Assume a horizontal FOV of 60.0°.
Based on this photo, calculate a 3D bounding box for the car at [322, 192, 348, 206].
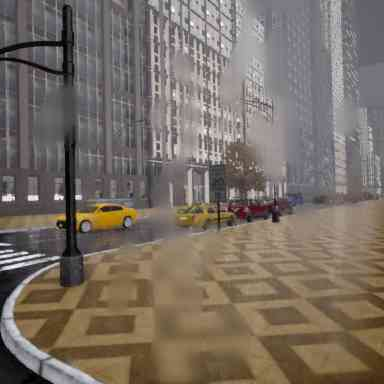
[{"bbox_3d":[20.010,1.159,46.500,1.752,1.417,4.829,-2,-1,35],"label":"car"}]

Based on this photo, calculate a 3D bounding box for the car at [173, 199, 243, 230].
[{"bbox_3d":[0.877,1.318,18.993,1.752,1.417,4.829,-2,-1,35],"label":"car"}]

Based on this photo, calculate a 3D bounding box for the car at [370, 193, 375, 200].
[{"bbox_3d":[35.917,0.832,69.241,2.192,1.841,5.009,-2,-1,35],"label":"car"}]

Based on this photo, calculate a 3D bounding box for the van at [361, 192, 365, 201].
[{"bbox_3d":[29.504,0.904,60.095,1.690,1.788,3.998,-2,-1,35],"label":"van"}]

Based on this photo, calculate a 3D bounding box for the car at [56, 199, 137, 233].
[{"bbox_3d":[-5.436,1.441,19.405,1.882,1.535,5.008,-2,-1,35],"label":"car"}]

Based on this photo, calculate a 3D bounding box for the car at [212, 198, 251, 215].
[{"bbox_3d":[4.016,1.406,32.995,1.812,1.442,4.674,-2,-1,35],"label":"car"}]

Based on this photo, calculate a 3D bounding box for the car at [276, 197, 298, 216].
[{"bbox_3d":[7.155,1.320,28.024,1.802,1.307,4.206,-2,-1,35],"label":"car"}]

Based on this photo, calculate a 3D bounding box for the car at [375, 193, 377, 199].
[{"bbox_3d":[39.147,1.061,73.797,1.947,1.339,4.313,-2,-1,35],"label":"car"}]

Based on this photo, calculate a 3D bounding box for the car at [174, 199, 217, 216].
[{"bbox_3d":[0.417,1.492,32.387,1.752,1.417,4.829,-2,-1,35],"label":"car"}]

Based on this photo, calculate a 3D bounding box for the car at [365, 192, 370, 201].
[{"bbox_3d":[32.710,0.980,64.669,1.967,1.590,4.097,-2,-1,35],"label":"car"}]

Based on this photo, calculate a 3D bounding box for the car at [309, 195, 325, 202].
[{"bbox_3d":[26.056,1.314,69.274,1.887,1.381,4.507,-2,-1,35],"label":"car"}]

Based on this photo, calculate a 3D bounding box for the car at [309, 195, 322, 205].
[{"bbox_3d":[19.890,1.167,50.674,1.882,1.535,5.008,-2,-1,35],"label":"car"}]

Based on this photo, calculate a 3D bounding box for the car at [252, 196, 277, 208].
[{"bbox_3d":[10.089,1.328,46.308,1.967,1.590,4.097,-2,-1,35],"label":"car"}]

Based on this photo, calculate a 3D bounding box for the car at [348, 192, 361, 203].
[{"bbox_3d":[26.292,1.027,55.528,1.967,1.590,4.097,-2,-1,35],"label":"car"}]

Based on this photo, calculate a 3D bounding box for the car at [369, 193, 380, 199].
[{"bbox_3d":[45.521,1.004,82.969,2.008,1.369,4.403,-2,-1,35],"label":"car"}]

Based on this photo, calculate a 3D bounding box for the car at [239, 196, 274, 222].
[{"bbox_3d":[3.965,1.206,23.440,1.967,1.590,4.097,-2,-1,35],"label":"car"}]

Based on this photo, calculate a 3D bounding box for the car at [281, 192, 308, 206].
[{"bbox_3d":[14.282,1.071,47.608,2.150,2.045,5.566,-2,-1,35],"label":"car"}]

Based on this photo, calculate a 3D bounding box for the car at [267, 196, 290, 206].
[{"bbox_3d":[13.284,1.407,50.900,1.887,1.381,4.507,-2,-1,35],"label":"car"}]

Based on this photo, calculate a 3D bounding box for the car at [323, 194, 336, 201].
[{"bbox_3d":[32.441,1.271,78.460,1.887,1.381,4.507,-2,-1,35],"label":"car"}]
